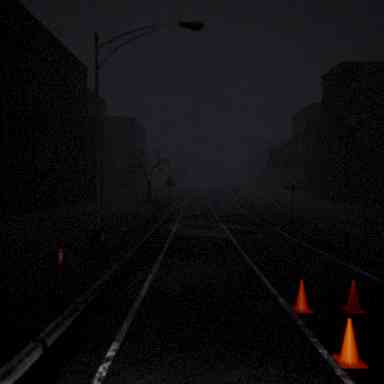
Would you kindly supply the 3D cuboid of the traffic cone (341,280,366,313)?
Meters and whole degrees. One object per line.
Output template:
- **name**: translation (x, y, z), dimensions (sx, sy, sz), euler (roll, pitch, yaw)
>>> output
- **traffic cone**: translation (3.133, 1.999, 6.457), dimensions (0.340, 0.580, 0.340), euler (0, 0, 0)

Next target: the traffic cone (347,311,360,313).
- **traffic cone**: translation (2.118, 1.984, 4.471), dimensions (0.340, 0.580, 0.340), euler (0, 0, 1)

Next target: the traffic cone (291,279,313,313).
- **traffic cone**: translation (2.135, 1.993, 6.472), dimensions (0.340, 0.580, 0.340), euler (0, 0, 1)
